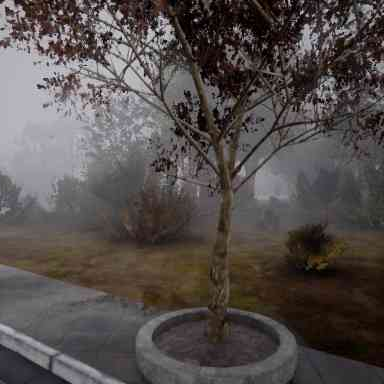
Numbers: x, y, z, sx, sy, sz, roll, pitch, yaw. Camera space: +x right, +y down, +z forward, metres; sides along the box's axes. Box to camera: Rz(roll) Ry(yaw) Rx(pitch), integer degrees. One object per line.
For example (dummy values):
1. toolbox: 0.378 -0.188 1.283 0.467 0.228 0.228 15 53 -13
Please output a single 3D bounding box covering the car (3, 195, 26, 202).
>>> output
1. car: -22.570 1.174 43.292 1.837 1.490 4.892 1 0 32
